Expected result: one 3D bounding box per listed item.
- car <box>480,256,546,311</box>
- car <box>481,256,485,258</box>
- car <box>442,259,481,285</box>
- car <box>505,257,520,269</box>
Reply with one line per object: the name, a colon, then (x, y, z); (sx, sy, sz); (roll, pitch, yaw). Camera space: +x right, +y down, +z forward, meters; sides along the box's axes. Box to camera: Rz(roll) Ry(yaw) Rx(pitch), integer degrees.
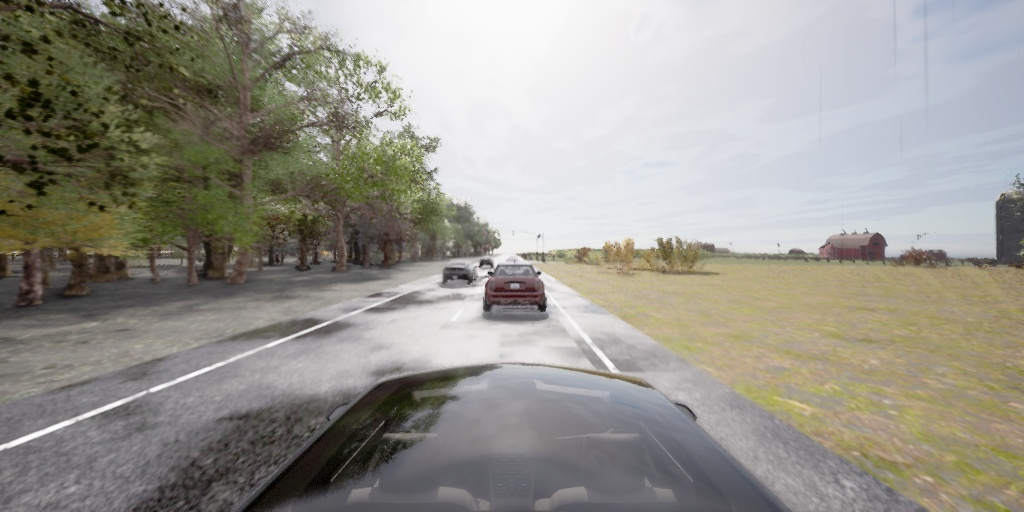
car: (0.097, 0.979, 13.879); (2.097, 1.767, 4.553); (0, 1, 0)
car: (-3.411, 0.768, 48.724); (1.837, 1.490, 4.892); (0, 0, 0)
car: (-3.406, 1.027, 23.915); (1.837, 1.490, 4.892); (0, 0, 0)
car: (0.088, 0.831, 44.862); (1.812, 1.442, 4.674); (0, 1, 0)
